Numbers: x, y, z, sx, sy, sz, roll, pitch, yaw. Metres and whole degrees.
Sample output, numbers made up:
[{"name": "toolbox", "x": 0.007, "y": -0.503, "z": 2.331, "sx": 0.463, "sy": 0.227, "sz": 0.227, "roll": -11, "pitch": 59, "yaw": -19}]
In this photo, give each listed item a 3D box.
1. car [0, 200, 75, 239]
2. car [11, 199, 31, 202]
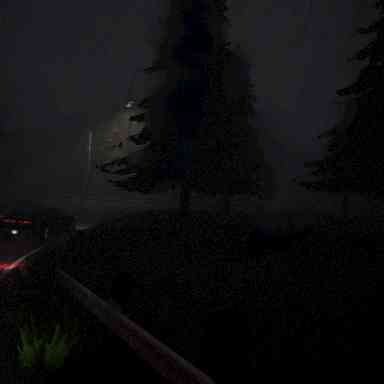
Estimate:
[{"name": "car", "x": -7.401, "y": 1.409, "z": 16.491, "sx": 1.837, "sy": 1.490, "sz": 4.892, "roll": 4, "pitch": 1, "yaw": 2}, {"name": "car", "x": -10.431, "y": 1.154, "z": 20.638, "sx": 1.994, "sy": 1.385, "sz": 4.181, "roll": 4, "pitch": 2, "yaw": 6}]
